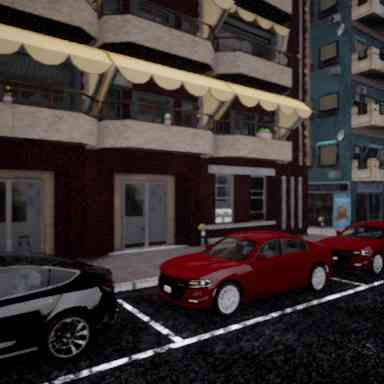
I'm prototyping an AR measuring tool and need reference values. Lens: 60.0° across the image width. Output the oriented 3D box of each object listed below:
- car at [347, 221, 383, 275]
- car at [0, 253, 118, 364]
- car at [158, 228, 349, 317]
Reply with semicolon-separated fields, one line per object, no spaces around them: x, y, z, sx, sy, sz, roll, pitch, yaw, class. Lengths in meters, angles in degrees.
5.868;1.646;10.769;4.507;1.381;1.887;1;-1;-36;car
-3.120;1.565;4.344;4.313;1.339;1.947;1;-1;-36;car
1.374;1.595;7.557;4.507;1.381;1.887;1;-1;-36;car
